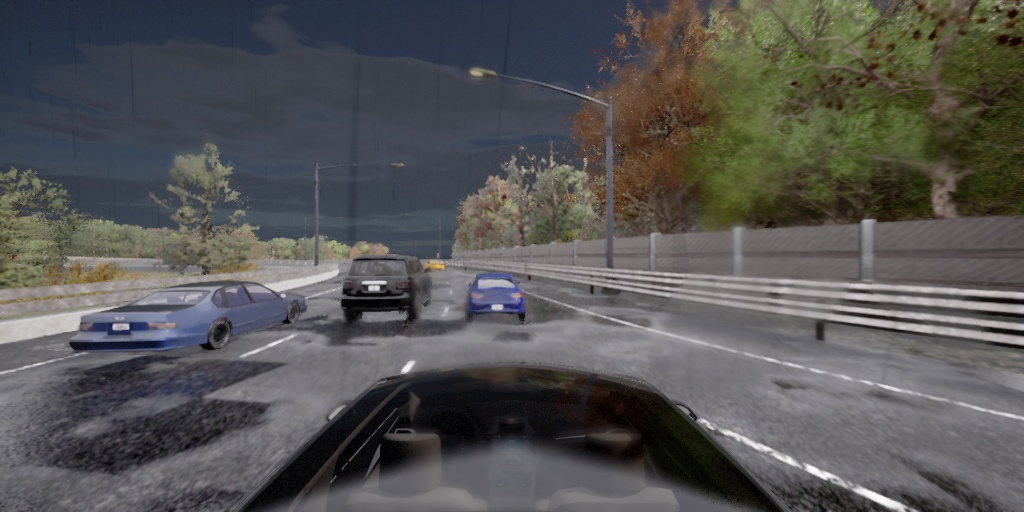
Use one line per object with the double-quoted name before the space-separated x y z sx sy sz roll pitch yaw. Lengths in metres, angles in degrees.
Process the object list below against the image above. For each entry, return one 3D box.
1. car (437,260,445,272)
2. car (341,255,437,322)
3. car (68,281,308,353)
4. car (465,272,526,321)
"car" -10.424 1.319 48.349 1.882 1.535 5.008 0 0 -23
"car" -4.165 1.000 12.749 2.150 2.045 5.566 0 0 -6
"car" -7.287 1.333 9.006 2.033 1.411 5.357 0 0 -4
"car" -0.632 1.290 12.416 1.812 1.442 4.674 0 0 -6
